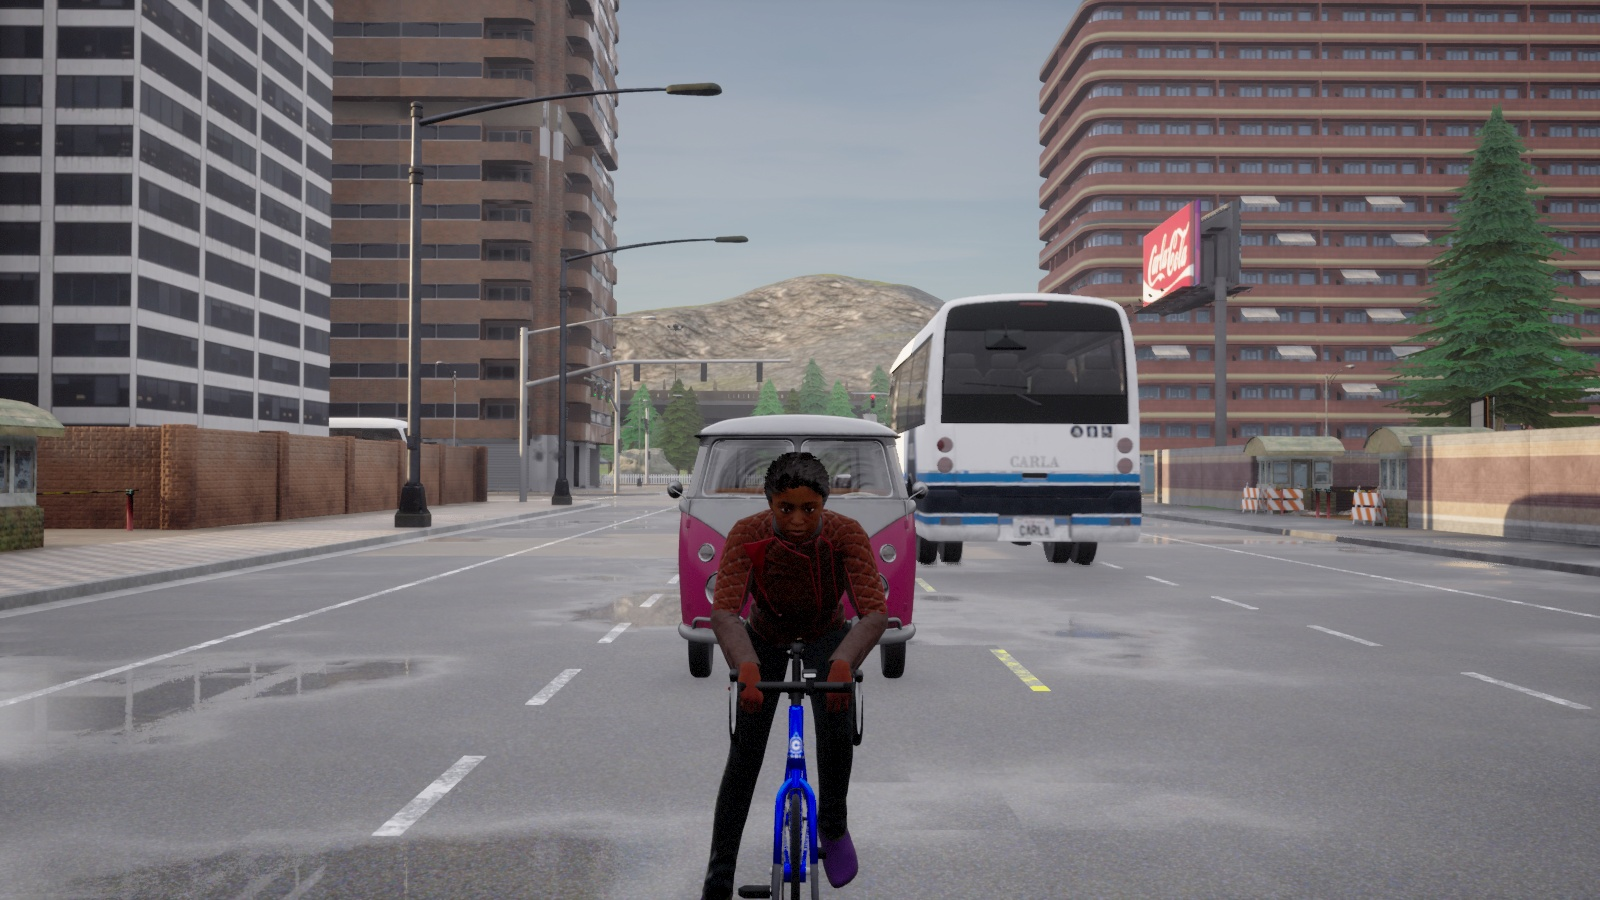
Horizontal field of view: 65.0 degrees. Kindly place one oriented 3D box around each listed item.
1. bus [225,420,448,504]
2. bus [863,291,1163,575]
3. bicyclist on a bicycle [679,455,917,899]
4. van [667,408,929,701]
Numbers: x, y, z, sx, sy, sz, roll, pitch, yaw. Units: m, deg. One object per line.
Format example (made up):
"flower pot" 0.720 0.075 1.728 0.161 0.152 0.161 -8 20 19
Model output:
"bus" -24.146 0.639 65.914 10.273 4.253 3.944 0 -1 0
"bus" 3.462 -0.173 24.040 3.944 4.253 10.273 0 -1 0
"bicyclist on a bicycle" -0.005 0.833 3.919 0.582 1.620 1.656 0 -1 0
"van" -0.015 0.748 10.772 1.775 1.987 4.442 0 -1 0
